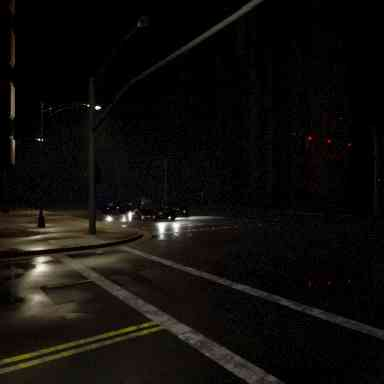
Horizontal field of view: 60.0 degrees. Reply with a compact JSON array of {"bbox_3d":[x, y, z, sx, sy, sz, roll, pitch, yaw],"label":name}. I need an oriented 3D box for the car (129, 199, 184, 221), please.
[{"bbox_3d":[-3.061,1.547,27.453,2.033,1.411,5.357,0,0,-31],"label":"car"}]

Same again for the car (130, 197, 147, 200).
[{"bbox_3d":[-7.532,1.352,39.453,2.097,1.767,4.553,0,0,-37],"label":"car"}]

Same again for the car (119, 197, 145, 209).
[{"bbox_3d":[-8.551,1.526,47.062,1.812,1.442,4.674,0,0,-36],"label":"car"}]

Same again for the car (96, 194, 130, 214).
[{"bbox_3d":[-9.096,1.221,35.652,2.150,2.045,5.566,0,0,-36],"label":"car"}]

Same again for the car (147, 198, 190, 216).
[{"bbox_3d":[-2.126,1.505,32.024,1.837,1.490,4.892,0,0,-36],"label":"car"}]

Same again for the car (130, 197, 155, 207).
[{"bbox_3d":[-7.852,1.526,52.055,1.812,1.442,4.674,0,0,-37],"label":"car"}]
